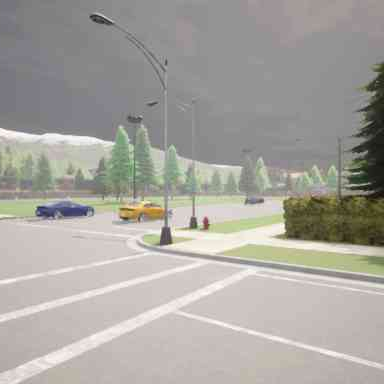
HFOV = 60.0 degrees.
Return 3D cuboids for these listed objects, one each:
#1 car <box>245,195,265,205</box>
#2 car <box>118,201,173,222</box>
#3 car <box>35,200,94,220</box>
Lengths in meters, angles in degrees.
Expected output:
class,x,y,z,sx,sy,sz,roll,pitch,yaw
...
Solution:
class,x,y,z,sx,sy,sz,roll,pitch,yaw
car,11.098,1.346,58.524,2.097,1.767,4.553,0,0,36
car,-3.561,1.473,26.291,1.882,1.535,5.008,0,0,36
car,-10.692,1.472,28.374,1.882,1.535,5.008,0,0,36
